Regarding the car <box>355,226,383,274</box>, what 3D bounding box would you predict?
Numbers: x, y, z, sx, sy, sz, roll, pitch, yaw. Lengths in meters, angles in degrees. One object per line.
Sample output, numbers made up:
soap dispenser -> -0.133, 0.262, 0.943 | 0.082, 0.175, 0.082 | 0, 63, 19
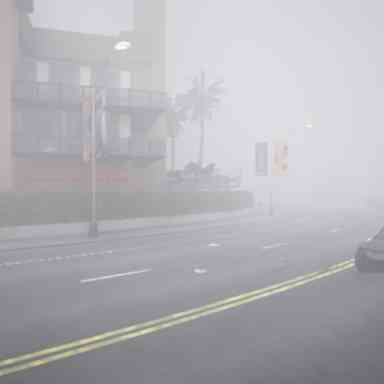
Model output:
car -> 6.346, 1.545, 9.524 | 4.181, 1.385, 1.994 | 0, 0, -43

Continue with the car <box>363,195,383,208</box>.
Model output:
car -> 25.038, 1.485, 45.158 | 1.994, 1.385, 4.181 | 0, 0, 0
